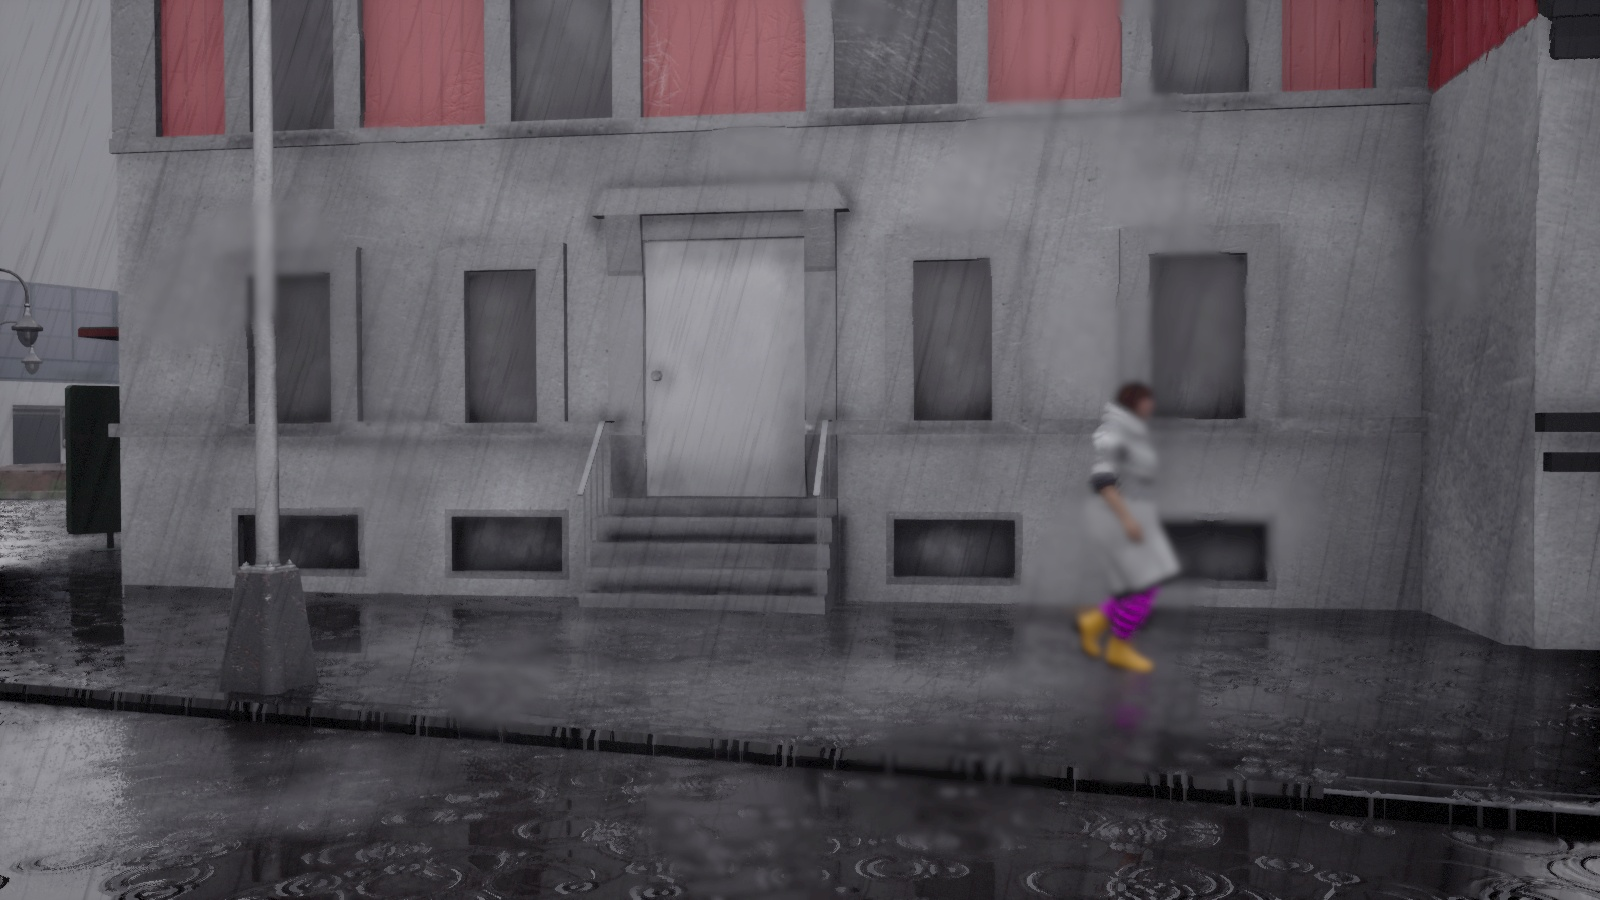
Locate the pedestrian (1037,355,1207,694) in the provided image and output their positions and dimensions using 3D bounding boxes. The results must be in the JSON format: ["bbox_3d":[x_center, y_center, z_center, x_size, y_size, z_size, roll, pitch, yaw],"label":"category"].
[{"bbox_3d":[1.983,0.420,7.708,0.873,1.952,0.659,1,1,26],"label":"pedestrian"}]
